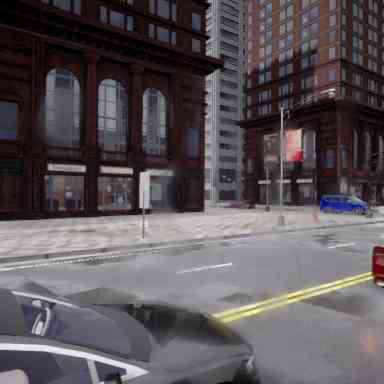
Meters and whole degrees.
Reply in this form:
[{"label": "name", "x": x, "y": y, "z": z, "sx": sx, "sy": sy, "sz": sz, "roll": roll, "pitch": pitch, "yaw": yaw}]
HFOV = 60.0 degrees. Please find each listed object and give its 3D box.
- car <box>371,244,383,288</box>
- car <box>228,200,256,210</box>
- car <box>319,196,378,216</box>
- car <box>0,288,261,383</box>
[{"label": "car", "x": 6.227, "y": 1.488, "z": 7.875, "sx": 5.008, "sy": 1.535, "sz": 1.882, "roll": 0, "pitch": 0, "yaw": -35}, {"label": "car", "x": 6.911, "y": 1.790, "z": 46.166, "sx": 1.994, "sy": 1.385, "sz": 4.181, "roll": 1, "pitch": -1, "yaw": -35}, {"label": "car", "x": 15.744, "y": 1.380, "z": 33.749, "sx": 2.150, "sy": 2.045, "sz": 5.566, "roll": 1, "pitch": -1, "yaw": -36}, {"label": "car", "x": -1.602, "y": 1.492, "z": 2.303, "sx": 4.902, "sy": 1.511, "sz": 2.128, "roll": 0, "pitch": 0, "yaw": -35}]
